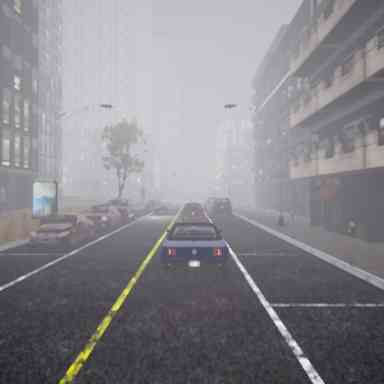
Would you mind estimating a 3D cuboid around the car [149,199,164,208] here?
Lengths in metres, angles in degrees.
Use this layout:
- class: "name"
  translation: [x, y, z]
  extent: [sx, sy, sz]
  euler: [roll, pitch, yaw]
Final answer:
- class: "car"
  translation: [-5.705, 1.775, 53.617]
  extent: [1.947, 1.339, 4.313]
  euler: [0, 0, 0]

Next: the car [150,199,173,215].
- class: "car"
  translation: [-3.107, 1.741, 36.603]
  extent: [1.895, 1.301, 4.718]
  euler: [0, 0, 0]

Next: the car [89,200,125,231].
- class: "car"
  translation: [-5.698, 1.517, 20.617]
  extent: [1.967, 1.590, 4.097]
  euler: [0, 0, 0]

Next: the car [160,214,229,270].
- class: "car"
  translation: [0.077, 1.642, 11.122]
  extent: [1.895, 1.301, 4.718]
  euler: [0, 0, 0]

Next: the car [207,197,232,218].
- class: "car"
  translation: [2.680, 1.436, 31.722]
  extent: [2.192, 1.841, 5.009]
  euler: [0, 0, 0]

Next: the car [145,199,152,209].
- class: "car"
  translation: [-5.704, 1.754, 48.371]
  extent: [1.947, 1.339, 4.313]
  euler: [0, 0, 0]

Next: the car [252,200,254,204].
- class: "car"
  translation: [16.009, 2.067, 77.075]
  extent: [4.097, 1.590, 1.967]
  euler: [1, -1, -1]

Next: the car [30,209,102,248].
- class: "car"
  translation: [-5.696, 1.638, 15.066]
  extent: [1.802, 1.307, 4.206]
  euler: [0, 0, 0]

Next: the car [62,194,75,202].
- class: "car"
  translation: [-27.386, 1.111, 68.199]
  extent: [5.009, 1.841, 2.192]
  euler: [1, -1, -1]

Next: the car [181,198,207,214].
- class: "car"
  translation: [0.081, 1.589, 29.323]
  extent: [1.882, 1.535, 5.008]
  euler: [0, 0, 0]

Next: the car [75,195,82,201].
- class: "car"
  translation: [-27.496, 1.371, 76.573]
  extent: [4.313, 1.339, 1.947]
  euler: [1, -1, -1]

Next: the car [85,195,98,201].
- class: "car"
  translation: [-22.050, 1.433, 76.724]
  extent: [4.829, 1.417, 1.752]
  euler: [1, -1, -1]

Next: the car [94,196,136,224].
- class: "car"
  translation: [-5.699, 1.414, 26.168]
  extent: [2.192, 1.841, 5.009]
  euler: [0, 0, 0]
